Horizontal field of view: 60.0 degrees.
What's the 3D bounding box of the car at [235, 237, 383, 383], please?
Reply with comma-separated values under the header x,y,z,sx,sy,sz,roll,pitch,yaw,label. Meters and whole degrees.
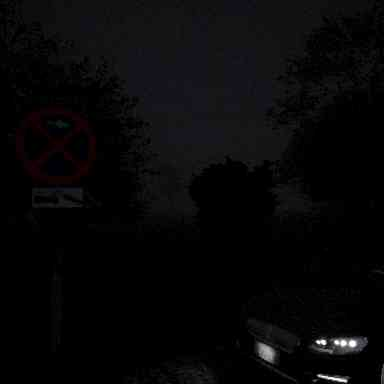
x,y,z,sx,sy,sz,roll,pitch,yaw,label
2.812,1.508,5.078,4.902,1.511,2.128,0,0,-36,car
